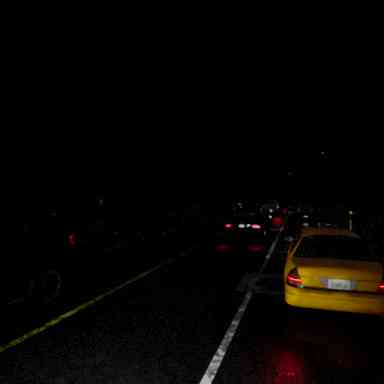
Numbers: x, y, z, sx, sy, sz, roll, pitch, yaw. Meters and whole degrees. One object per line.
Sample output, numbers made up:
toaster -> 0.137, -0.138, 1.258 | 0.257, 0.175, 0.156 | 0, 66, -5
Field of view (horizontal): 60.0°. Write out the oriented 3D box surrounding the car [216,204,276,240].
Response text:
car -> 2.974, 1.552, 17.120 | 2.033, 1.411, 5.357 | 0, 0, 18

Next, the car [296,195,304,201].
car -> 26.984, 1.477, 83.125 | 1.967, 1.590, 4.097 | 0, 0, 17

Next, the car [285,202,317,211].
car -> 6.896, 1.553, 20.272 | 2.008, 1.369, 4.403 | 0, 0, 18

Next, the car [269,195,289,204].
car -> 12.105, 1.497, 45.305 | 2.128, 1.511, 4.902 | 0, 0, 19

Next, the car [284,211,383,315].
car -> 3.147, 1.457, 7.771 | 1.801, 1.575, 5.366 | 0, 0, 18

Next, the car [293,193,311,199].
car -> 12.009, 1.319, 36.034 | 2.192, 1.841, 5.009 | 0, 0, 18

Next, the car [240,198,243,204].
car -> 5.602, 1.452, 43.914 | 1.967, 1.590, 4.097 | 0, 0, 18

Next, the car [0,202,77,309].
car -> -4.228, 1.226, 5.296 | 2.150, 2.045, 5.566 | 0, 0, 18

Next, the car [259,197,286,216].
car -> 8.077, 1.533, 33.180 | 1.812, 1.442, 4.674 | 0, -1, 18

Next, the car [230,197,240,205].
car -> 3.897, 1.577, 38.659 | 1.947, 1.339, 4.313 | 0, 0, 18

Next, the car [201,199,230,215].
car -> 2.192, 1.592, 33.403 | 1.802, 1.307, 4.206 | 0, 0, 18

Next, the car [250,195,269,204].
car -> 9.311, 1.570, 46.703 | 1.837, 1.490, 4.892 | 0, 0, 18

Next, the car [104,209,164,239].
car -> -2.922, 1.574, 17.637 | 1.947, 1.339, 4.313 | 0, 0, 18

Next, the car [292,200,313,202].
car -> 8.600, 1.554, 25.526 | 2.008, 1.369, 4.403 | 0, 0, 18

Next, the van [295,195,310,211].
van -> 13.713, 1.346, 41.288 | 1.690, 1.788, 3.998 | 0, 0, 18
